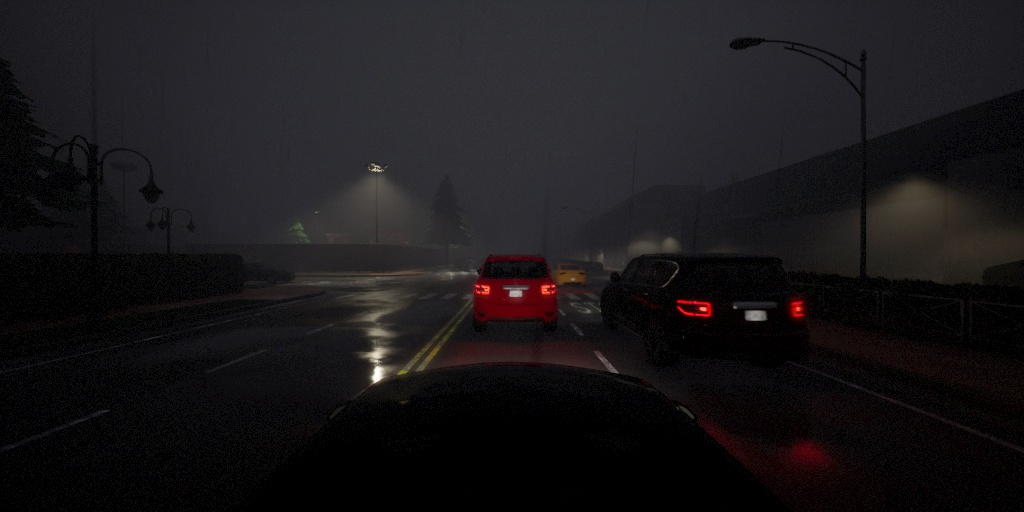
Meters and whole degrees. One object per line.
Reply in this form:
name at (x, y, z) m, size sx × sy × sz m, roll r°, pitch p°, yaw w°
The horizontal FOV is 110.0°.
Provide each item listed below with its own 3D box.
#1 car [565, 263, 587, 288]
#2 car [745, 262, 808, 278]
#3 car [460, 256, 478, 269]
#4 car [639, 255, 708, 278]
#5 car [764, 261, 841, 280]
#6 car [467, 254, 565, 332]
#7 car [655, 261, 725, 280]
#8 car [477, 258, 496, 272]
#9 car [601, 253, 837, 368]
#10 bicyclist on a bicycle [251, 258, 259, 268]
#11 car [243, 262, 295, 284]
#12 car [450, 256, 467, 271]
car at (3.644, 1.227, 23.841) m, size 1.882 × 1.535 × 5.008 m, roll 0°, pitch 0°, yaw 0°
car at (24.943, 1.276, 33.920) m, size 4.674 × 1.442 × 1.812 m, roll 0°, pitch 0°, yaw 0°
car at (-6.724, 0.972, 56.679) m, size 2.150 × 2.045 × 5.566 m, roll 0°, pitch 0°, yaw 1°
car at (15.177, 0.971, 33.983) m, size 5.566 × 2.045 × 2.150 m, roll 0°, pitch 0°, yaw 1°
car at (24.583, 1.228, 30.434) m, size 5.008 × 1.535 × 1.882 m, roll 0°, pitch 0°, yaw 0°
car at (0.071, 0.971, 11.044) m, size 2.150 × 2.045 × 5.566 m, roll 0°, pitch 0°, yaw 0°
car at (15.006, 1.228, 30.466) m, size 5.008 × 1.535 × 1.882 m, roll 0°, pitch 0°, yaw 0°
car at (-3.333, 1.102, 47.331) m, size 2.097 × 1.767 × 4.553 m, roll 0°, pitch 0°, yaw 1°
car at (3.614, 0.971, 7.978) m, size 2.150 × 2.045 × 5.566 m, roll 0°, pitch 0°, yaw 0°
bicyclist on a bicycle at (-25.137, 1.037, 35.230) m, size 0.582 × 1.620 × 1.656 m, roll 0°, pitch 0°, yaw 0°
car at (-18.605, 1.211, 26.231) m, size 5.008 × 1.535 × 1.882 m, roll 0°, pitch 0°, yaw 0°
car at (-6.832, 1.102, 47.454) m, size 2.097 × 1.767 × 4.553 m, roll 0°, pitch 0°, yaw 1°
